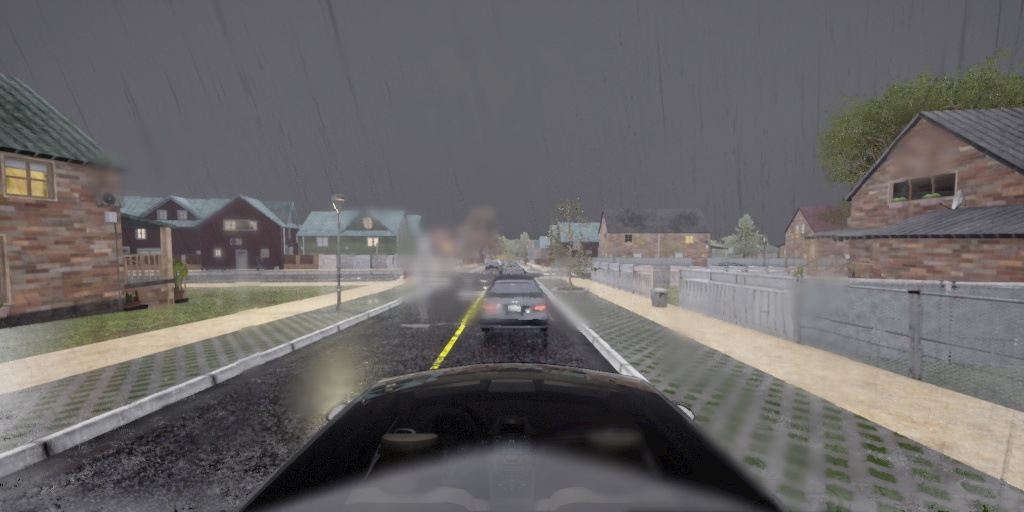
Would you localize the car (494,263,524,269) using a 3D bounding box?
[{"bbox_3d":[0.051,1.349,23.018,1.895,1.301,4.718,0,0,0],"label":"car"}]

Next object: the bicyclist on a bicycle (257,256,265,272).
[{"bbox_3d":[-24.951,0.776,35.646,0.582,1.620,1.656,0,3,-16],"label":"bicyclist on a bicycle"}]

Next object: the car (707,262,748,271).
[{"bbox_3d":[22.041,1.293,36.659,4.181,1.385,1.994,0,3,6],"label":"car"}]

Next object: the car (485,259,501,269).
[{"bbox_3d":[-2.945,1.309,53.241,1.837,1.490,4.892,0,0,0],"label":"car"}]

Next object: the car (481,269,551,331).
[{"bbox_3d":[0.082,1.292,10.955,2.033,1.411,5.357,0,0,0],"label":"car"}]
